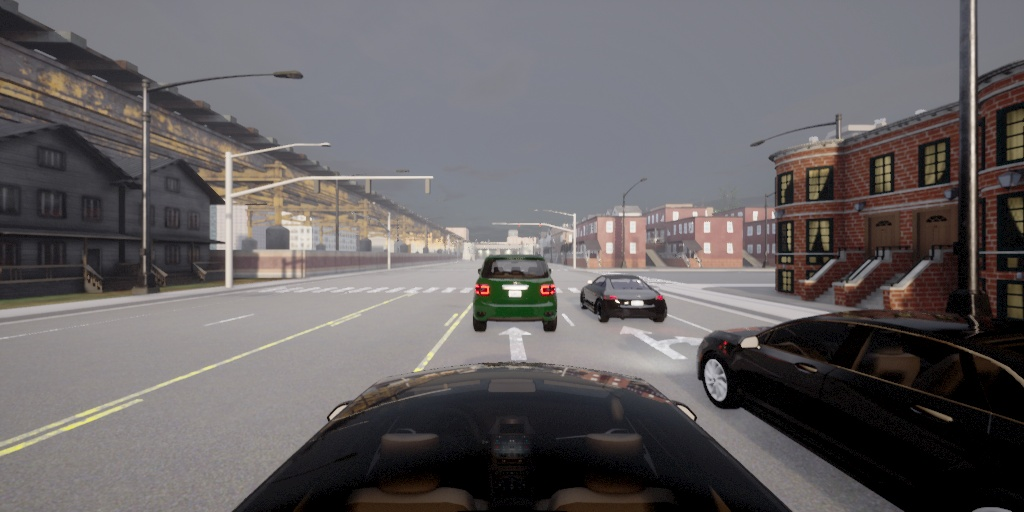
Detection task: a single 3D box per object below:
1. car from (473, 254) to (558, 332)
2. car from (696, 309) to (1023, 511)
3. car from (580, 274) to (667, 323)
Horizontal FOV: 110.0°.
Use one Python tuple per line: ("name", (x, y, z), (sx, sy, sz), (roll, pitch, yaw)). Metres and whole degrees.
("car", (0.083, 0.966, 11.021), (2.150, 2.045, 5.566), (0, 0, 0))
("car", (3.599, 1.254, 3.279), (1.837, 1.490, 4.892), (0, 0, 0))
("car", (3.582, 1.308, 12.192), (1.994, 1.385, 4.181), (0, 0, 1))
